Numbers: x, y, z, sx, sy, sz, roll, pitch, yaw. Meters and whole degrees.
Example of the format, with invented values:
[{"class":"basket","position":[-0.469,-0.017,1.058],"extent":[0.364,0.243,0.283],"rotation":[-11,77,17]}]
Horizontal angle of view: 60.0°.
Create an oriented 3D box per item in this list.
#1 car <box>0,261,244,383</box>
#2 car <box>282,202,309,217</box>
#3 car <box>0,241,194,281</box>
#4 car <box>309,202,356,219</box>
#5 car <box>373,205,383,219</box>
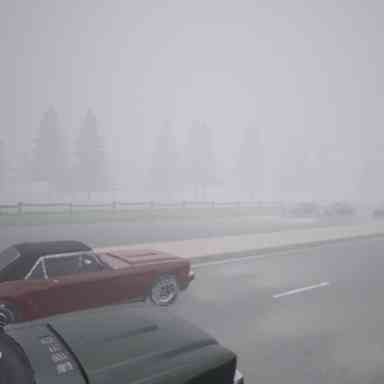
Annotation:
[{"class":"car","position":[-1.849,1.598,2.373],"extent":[4.718,1.301,1.895],"rotation":[1,0,-36]},{"class":"car","position":[11.549,1.752,34.836],"extent":[4.902,1.511,2.128],"rotation":[1,0,-35]},{"class":"car","position":[-2.285,1.614,6.378],"extent":[4.718,1.301,1.895],"rotation":[1,0,-36]},{"class":"car","position":[13.996,1.758,32.280],"extent":[4.902,1.511,2.128],"rotation":[1,0,-35]},{"class":"car","position":[19.199,1.780,31.679],"extent":[5.008,1.535,1.882],"rotation":[1,0,-35]}]
